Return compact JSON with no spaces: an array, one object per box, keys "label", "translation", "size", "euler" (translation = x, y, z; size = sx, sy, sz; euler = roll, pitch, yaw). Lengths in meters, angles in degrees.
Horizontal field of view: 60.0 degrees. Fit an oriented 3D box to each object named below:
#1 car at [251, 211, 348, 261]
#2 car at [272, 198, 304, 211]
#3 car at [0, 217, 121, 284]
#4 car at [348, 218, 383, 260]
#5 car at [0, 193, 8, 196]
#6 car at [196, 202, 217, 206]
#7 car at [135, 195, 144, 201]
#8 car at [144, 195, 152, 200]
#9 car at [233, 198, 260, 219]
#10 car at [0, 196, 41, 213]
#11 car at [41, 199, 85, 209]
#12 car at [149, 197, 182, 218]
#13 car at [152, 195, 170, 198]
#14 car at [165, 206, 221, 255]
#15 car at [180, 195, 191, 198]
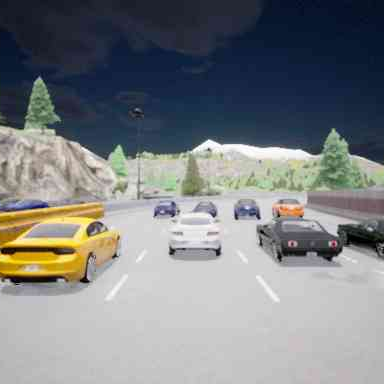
[{"label":"car","translation":[3.624,1.586,12.204],"size":[1.895,1.301,4.718],"euler":[0,0,1]},{"label":"car","translation":[8.211,1.317,28.767],"size":[2.097,1.767,4.553],"euler":[0,0,7]},{"label":"car","translation":[-3.397,1.466,9.562],"size":[1.882,1.535,5.008],"euler":[0,0,0]},{"label":"car","translation":[7.124,1.586,12.205],"size":[1.895,1.301,4.718],"euler":[0,0,1]},{"label":"car","translation":[-22.664,1.174,36.787],"size":[2.150,2.045,5.566],"euler":[0,0,9]},{"label":"car","translation":[1.271,1.527,29.604],"size":[1.994,1.385,4.181],"euler":[0,0,7]},{"label":"car","translation":[-11.292,1.412,76.656],"size":[2.128,1.511,4.902],"euler":[0,0,23]},{"label":"car","translation":[-8.126,1.432,75.163],"size":[2.033,1.411,5.357],"euler":[0,0,23]},{"label":"car","translation":[4.691,1.317,28.763],"size":[2.097,1.767,4.553],"euler":[0,0,6]},{"label":"car","translation":[-16.130,1.437,32.817],"size":[1.882,1.535,5.008],"euler":[0,0,8]},{"label":"car","translation":[-12.514,1.450,33.474],"size":[2.128,1.511,4.902],"euler":[0,0,8]},{"label":"car","translation":[-2.212,1.489,29.992],"size":[1.812,1.442,4.674],"euler":[0,0,7]},{"label":"car","translation":[-5.899,1.440,71.431],"size":[2.033,1.411,5.357],"euler":[0,0,21]},{"label":"car","translation":[0.143,1.509,13.134],"size":[1.812,1.442,4.674],"euler":[0,0,1]},{"label":"car","translation":[-1.626,1.398,72.561],"size":[1.837,1.490,4.892],"euler":[0,0,23]}]
